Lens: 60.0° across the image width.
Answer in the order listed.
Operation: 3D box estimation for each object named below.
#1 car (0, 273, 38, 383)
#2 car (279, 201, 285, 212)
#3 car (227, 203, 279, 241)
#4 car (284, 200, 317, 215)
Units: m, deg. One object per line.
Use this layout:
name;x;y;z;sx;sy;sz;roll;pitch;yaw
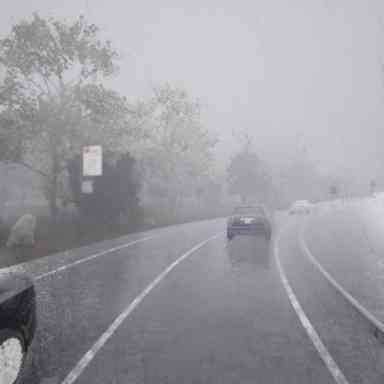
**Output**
car;-3.068;1.475;2.320;1.882;1.535;5.008;0;0;4
car;11.946;1.716;40.814;1.895;1.301;4.718;-4;-1;37
car;3.190;1.413;17.379;2.097;1.767;4.553;-1;-1;17
car;11.345;1.561;33.914;1.812;1.442;4.674;-3;-1;34
